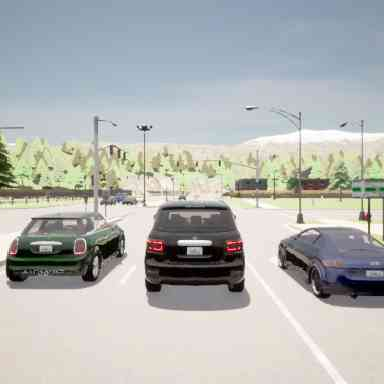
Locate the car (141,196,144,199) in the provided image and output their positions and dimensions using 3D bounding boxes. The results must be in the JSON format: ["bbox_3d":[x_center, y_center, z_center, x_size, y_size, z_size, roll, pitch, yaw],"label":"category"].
[{"bbox_3d":[-10.658,1.526,67.874,1.812,1.442,4.674,0,0,1],"label":"car"}]

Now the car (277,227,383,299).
[{"bbox_3d":[3.578,1.564,8.505,1.994,1.385,4.181,0,0,0],"label":"car"}]

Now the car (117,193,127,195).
[{"bbox_3d":[-14.186,1.221,66.561,2.150,2.045,5.566,0,0,1],"label":"car"}]

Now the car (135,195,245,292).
[{"bbox_3d":[0.075,1.221,9.051,2.150,2.045,5.566,0,0,1],"label":"car"}]

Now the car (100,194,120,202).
[{"bbox_3d":[-14.392,1.564,57.206,1.994,1.385,4.181,0,0,1],"label":"car"}]

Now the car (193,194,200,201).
[{"bbox_3d":[1.116,1.311,83.397,1.882,1.535,5.008,0,0,1],"label":"car"}]

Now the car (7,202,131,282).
[{"bbox_3d":[-3.417,1.352,9.946,2.097,1.767,4.553,0,0,0],"label":"car"}]

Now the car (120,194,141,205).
[{"bbox_3d":[-10.864,1.547,58.292,2.033,1.411,5.357,0,0,1],"label":"car"}]
